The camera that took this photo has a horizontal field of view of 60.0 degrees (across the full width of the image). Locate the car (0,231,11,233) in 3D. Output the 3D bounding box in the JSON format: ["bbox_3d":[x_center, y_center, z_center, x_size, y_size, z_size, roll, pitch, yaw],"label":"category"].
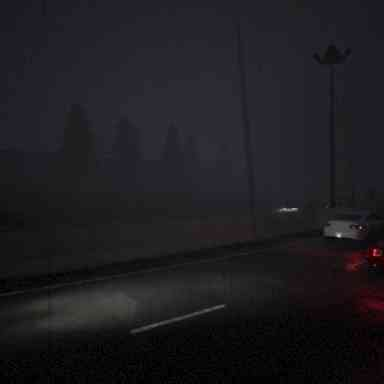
[{"bbox_3d":[-11.532,1.557,17.413,4.892,1.490,1.837,0,0,-37],"label":"car"}]

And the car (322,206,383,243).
[{"bbox_3d":[7.687,1.542,15.253,4.674,1.442,1.812,0,0,-44],"label":"car"}]

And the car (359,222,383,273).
[{"bbox_3d":[6.887,1.608,9.671,4.718,1.301,1.895,0,0,-42],"label":"car"}]

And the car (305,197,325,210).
[{"bbox_3d":[16.486,1.532,44.419,1.882,1.535,5.008,0,0,29],"label":"car"}]
